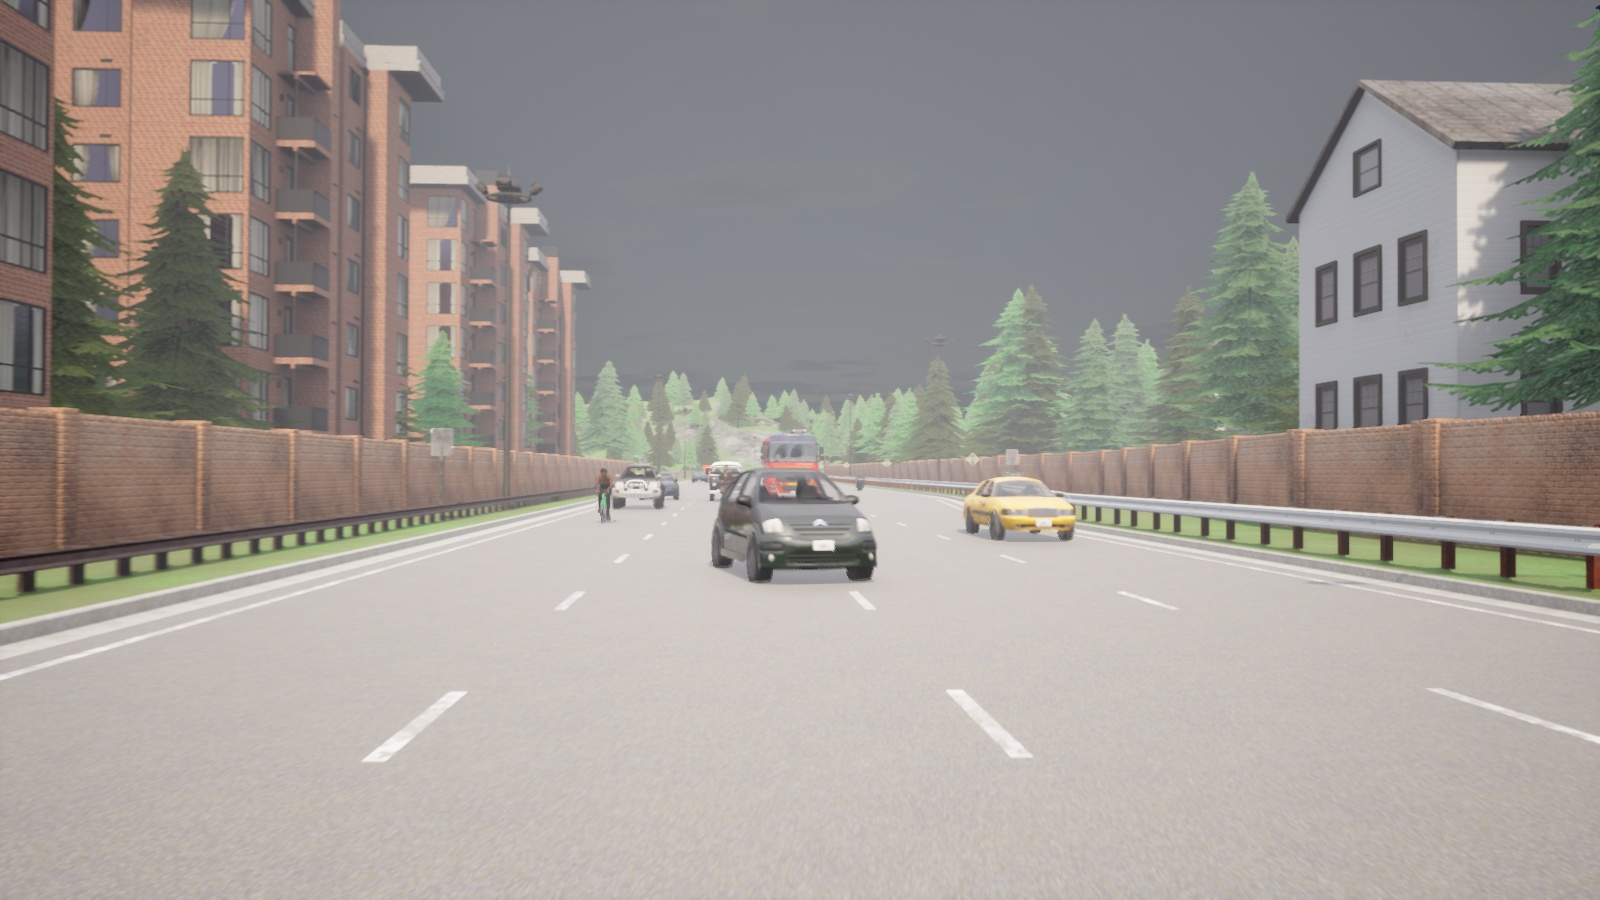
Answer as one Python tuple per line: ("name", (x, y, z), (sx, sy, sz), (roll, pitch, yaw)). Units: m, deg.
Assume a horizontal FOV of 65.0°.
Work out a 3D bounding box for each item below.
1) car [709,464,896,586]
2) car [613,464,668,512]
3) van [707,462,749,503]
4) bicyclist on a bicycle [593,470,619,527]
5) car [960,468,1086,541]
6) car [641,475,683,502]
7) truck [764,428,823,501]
("car", (-0.094, 1.028, 18.800), (1.851, 1.617, 3.988), (0, -1, -14))
("car", (-6.441, 1.512, 51.107), (1.932, 1.855, 4.605), (0, -1, -4))
("van", (-3.682, 1.635, 64.653), (2.069, 2.038, 4.480), (0, -1, -3))
("bicyclist on a bicycle", (-5.650, 1.402, 36.669), (0.582, 1.620, 1.656), (0, -1, -3))
("car", (5.223, 1.240, 30.149), (1.801, 1.575, 5.366), (0, -1, -3))
("car", (-7.305, 2.024, 66.797), (1.994, 1.385, 4.181), (0, -1, -3))
("truck", (-0.470, 0.824, 69.947), (2.891, 3.827, 8.468), (0, -1, -3))
